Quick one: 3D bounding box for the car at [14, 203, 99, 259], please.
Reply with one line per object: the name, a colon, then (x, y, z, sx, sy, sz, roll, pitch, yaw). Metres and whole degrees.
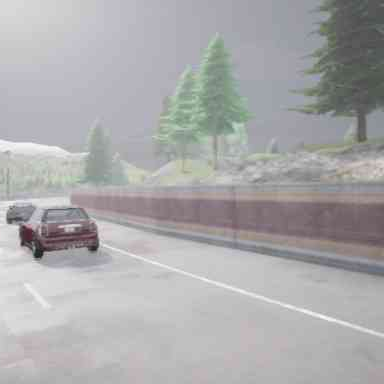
car: (-5.224, 1.275, 12.715, 2.097, 1.767, 4.553, -1, 1, -34)

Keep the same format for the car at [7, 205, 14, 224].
car: (-12.354, 1.465, 24.303, 1.994, 1.385, 4.181, -1, 1, -28)
